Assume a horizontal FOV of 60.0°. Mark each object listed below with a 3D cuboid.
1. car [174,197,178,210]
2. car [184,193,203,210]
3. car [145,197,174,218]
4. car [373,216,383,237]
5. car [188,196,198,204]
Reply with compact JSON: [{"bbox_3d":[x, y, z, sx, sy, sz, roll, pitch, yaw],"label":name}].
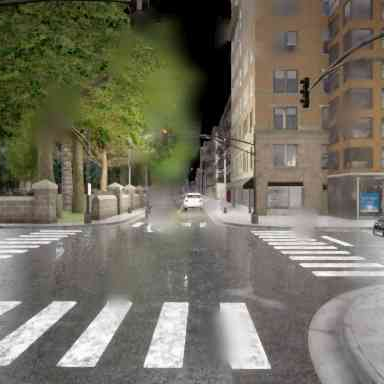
[{"bbox_3d":[-3.019,1.562,39.797,1.895,1.301,4.718,0,0,0],"label":"car"},{"bbox_3d":[0.191,1.181,41.388,2.150,2.045,5.566,0,0,0],"label":"car"},{"bbox_3d":[-3.026,1.472,29.714,2.128,1.511,4.902,0,0,0],"label":"car"},{"bbox_3d":[10.999,1.366,15.485,4.553,1.767,2.097,0,0,0],"label":"car"},{"bbox_3d":[0.230,1.513,64.670,1.895,1.301,4.718,0,0,0],"label":"car"}]
